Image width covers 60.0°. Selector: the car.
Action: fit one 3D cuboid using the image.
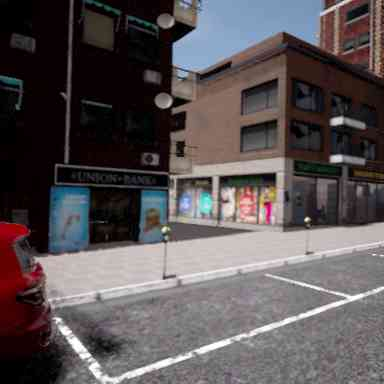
[{"bbox_3d":[-4.018,1.310,3.198,5.009,1.841,2.192,0,2,-35],"label":"car"}]
